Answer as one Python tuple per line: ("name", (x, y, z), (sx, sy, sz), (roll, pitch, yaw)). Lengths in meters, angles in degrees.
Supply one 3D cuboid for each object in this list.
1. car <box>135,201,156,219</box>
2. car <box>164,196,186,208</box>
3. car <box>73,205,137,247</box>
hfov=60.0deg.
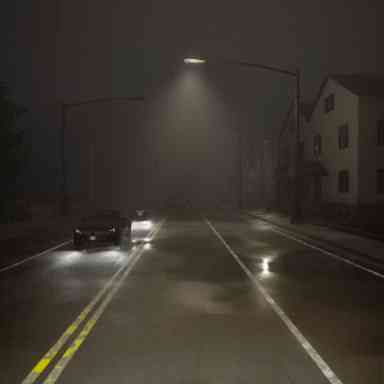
("car", (-4.241, 1.523, 29.308), (2.128, 1.511, 4.902), (0, 0, -1))
("car", (-2.548, 1.390, 49.050), (2.097, 1.767, 4.553), (0, 0, -21))
("car", (-3.928, 1.542, 15.327), (1.812, 1.442, 4.674), (0, 0, -1))
